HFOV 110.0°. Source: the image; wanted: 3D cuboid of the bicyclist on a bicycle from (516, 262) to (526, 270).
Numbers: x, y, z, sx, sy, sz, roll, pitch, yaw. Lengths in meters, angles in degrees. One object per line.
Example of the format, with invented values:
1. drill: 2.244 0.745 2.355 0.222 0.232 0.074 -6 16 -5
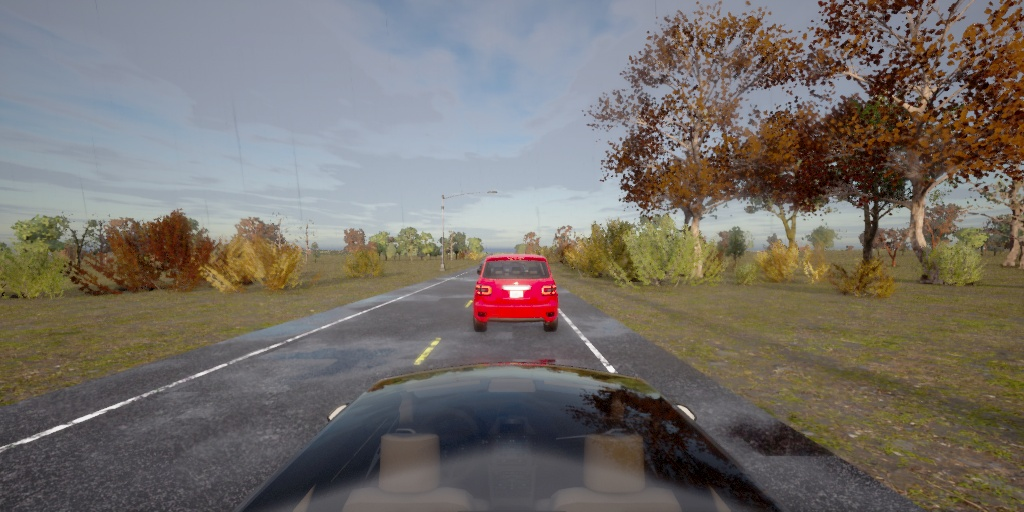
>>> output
1. bicyclist on a bicycle: 0.859 1.110 30.148 0.659 1.776 1.843 0 0 0

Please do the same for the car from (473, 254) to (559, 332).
1. car: 0.078 0.968 10.969 2.150 2.045 5.566 0 0 -1

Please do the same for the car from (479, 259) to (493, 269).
1. car: -3.926 1.211 55.202 1.882 1.535 5.008 0 0 -1
